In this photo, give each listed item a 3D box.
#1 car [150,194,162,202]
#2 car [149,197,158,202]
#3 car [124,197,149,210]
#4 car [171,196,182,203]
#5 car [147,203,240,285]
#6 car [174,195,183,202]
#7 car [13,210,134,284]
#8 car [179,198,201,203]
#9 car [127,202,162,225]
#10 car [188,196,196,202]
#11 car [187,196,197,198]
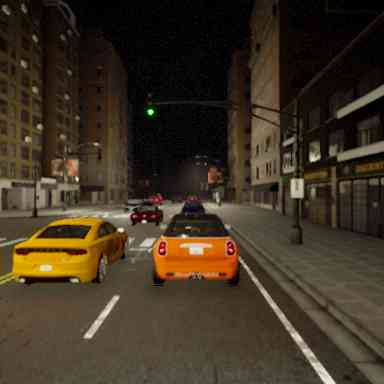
[{"bbox_3d":[-6.488,1.369,59.088,2.150,2.045,5.566,0,0,0],"label":"car"},{"bbox_3d":[-6.564,1.719,48.491,1.895,1.301,4.718,0,0,1],"label":"car"},{"bbox_3d":[-6.588,1.583,38.295,2.128,1.511,4.902,0,0,0],"label":"car"},{"bbox_3d":[-3.236,1.676,69.285,1.837,1.490,4.892,0,0,0],"label":"car"},{"bbox_3d":[0.103,1.373,9.747,2.097,1.767,4.553,0,0,0],"label":"car"},{"bbox_3d":[-3.235,1.573,79.707,1.882,1.535,5.008,0,0,0],"label":"car"},{"bbox_3d":[-3.145,1.499,9.653,1.882,1.535,5.008,0,0,0],"label":"car"},{"bbox_3d":[0.104,1.541,27.924,1.882,1.535,5.008,0,0,0],"label":"car"},{"bbox_3d":[-3.150,1.656,24.195,1.895,1.301,4.718,0,0,0],"label":"car"},{"bbox_3d":[0.015,1.635,79.706,2.033,1.411,5.357,0,0,0],"label":"car"},{"bbox_3d":[0.014,1.532,69.671,2.097,1.767,4.553,0,0,0],"label":"car"}]
